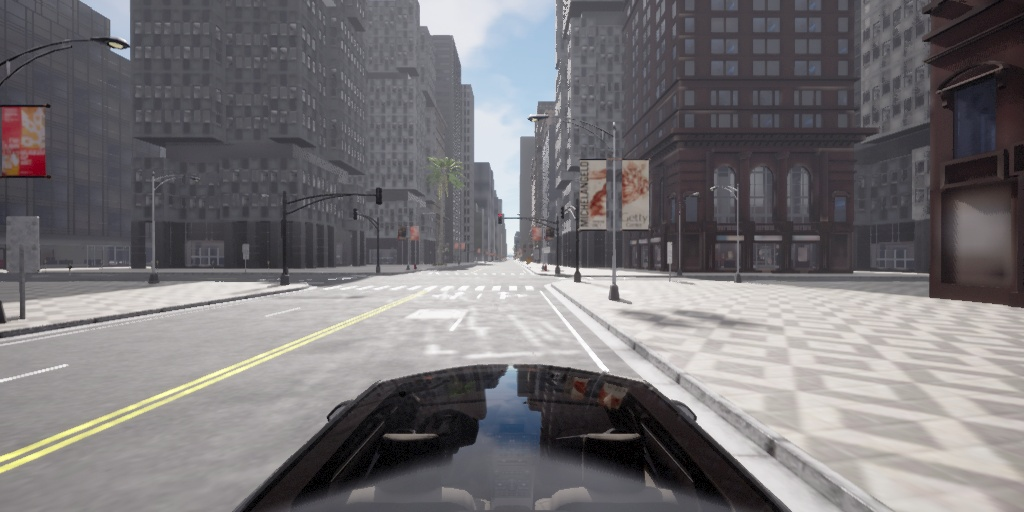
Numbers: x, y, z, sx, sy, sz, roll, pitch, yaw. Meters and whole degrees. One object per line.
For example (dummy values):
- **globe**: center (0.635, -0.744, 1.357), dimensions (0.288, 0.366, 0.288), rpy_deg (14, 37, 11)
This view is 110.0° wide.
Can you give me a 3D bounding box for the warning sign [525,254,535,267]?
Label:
- **warning sign**: center (2.849, 0.992, 61.274), dimensions (1.300, 1.860, 1.060), rpy_deg (0, 0, 0)
